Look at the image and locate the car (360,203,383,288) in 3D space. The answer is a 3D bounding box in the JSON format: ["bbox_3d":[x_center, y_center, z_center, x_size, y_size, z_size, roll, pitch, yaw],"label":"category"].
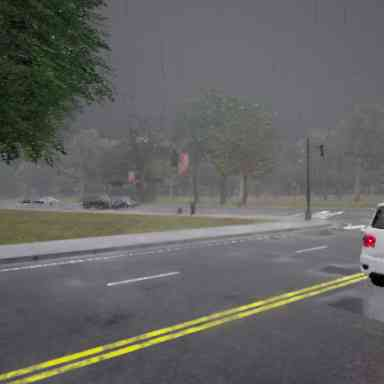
[{"bbox_3d":[6.275,1.194,7.966,5.566,2.045,2.150,0,0,-36],"label":"car"}]

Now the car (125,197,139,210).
[{"bbox_3d":[-9.519,1.471,45.660,4.553,1.767,2.097,-1,0,32],"label":"car"}]

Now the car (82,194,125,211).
[{"bbox_3d":[-11.822,1.344,43.266,5.566,2.045,2.150,0,0,32],"label":"car"}]

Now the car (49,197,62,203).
[{"bbox_3d":[-23.229,1.483,54.369,4.674,1.442,1.812,-1,0,32],"label":"car"}]

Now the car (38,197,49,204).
[{"bbox_3d":[-24.933,1.450,51.602,4.718,1.301,1.895,-1,0,32],"label":"car"}]
